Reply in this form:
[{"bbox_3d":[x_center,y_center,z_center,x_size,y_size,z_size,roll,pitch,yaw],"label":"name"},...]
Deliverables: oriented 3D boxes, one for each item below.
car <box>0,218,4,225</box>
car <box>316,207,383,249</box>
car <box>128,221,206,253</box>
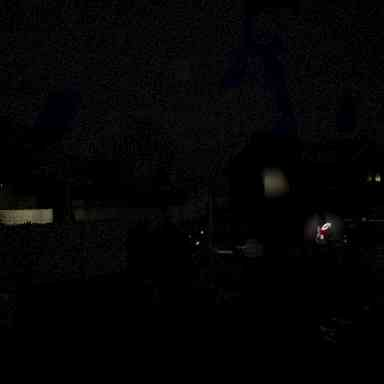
[{"bbox_3d":[-15.657,2.220,23.472,4.553,1.767,2.097,-2,0,18],"label":"car"},{"bbox_3d":[7.691,1.419,14.188,4.553,1.767,2.097,-2,-2,17],"label":"car"},{"bbox_3d":[-1.785,2.030,15.611,4.718,1.301,1.895,-2,0,23],"label":"car"}]
